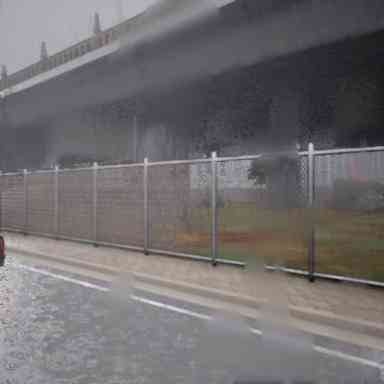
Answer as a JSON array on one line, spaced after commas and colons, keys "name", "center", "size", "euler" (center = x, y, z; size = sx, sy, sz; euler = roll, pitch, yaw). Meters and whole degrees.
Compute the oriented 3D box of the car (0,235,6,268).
[{"name": "car", "center": [-7.281, 1.485, 9.627], "size": [5.008, 1.535, 1.882], "euler": [0, 0, 37]}]
